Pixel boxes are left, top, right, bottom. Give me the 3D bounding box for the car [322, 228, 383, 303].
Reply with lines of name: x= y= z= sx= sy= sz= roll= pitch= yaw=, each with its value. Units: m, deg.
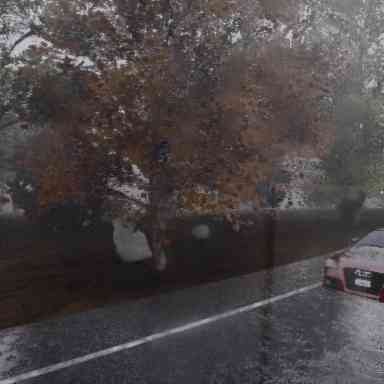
car: x=4.809 y=1.555 z=7.666 sx=4.181 sy=1.385 sz=1.994 roll=0 pitch=0 yaw=-40
